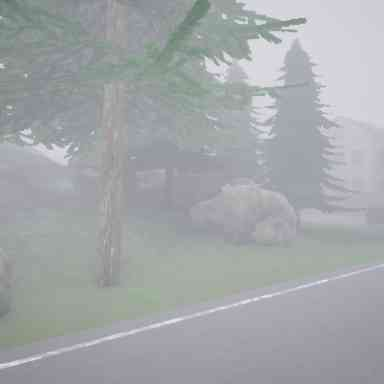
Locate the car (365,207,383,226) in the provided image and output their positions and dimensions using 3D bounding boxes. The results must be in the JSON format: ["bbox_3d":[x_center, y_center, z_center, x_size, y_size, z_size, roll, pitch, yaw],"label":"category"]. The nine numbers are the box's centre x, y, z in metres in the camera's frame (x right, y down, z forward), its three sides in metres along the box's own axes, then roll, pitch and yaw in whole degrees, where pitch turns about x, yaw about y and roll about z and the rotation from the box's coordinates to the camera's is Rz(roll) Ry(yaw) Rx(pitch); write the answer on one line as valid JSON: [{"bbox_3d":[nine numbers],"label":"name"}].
[{"bbox_3d":[13.606,1.549,21.545,1.994,1.385,4.181,0,0,-38],"label":"car"}]
